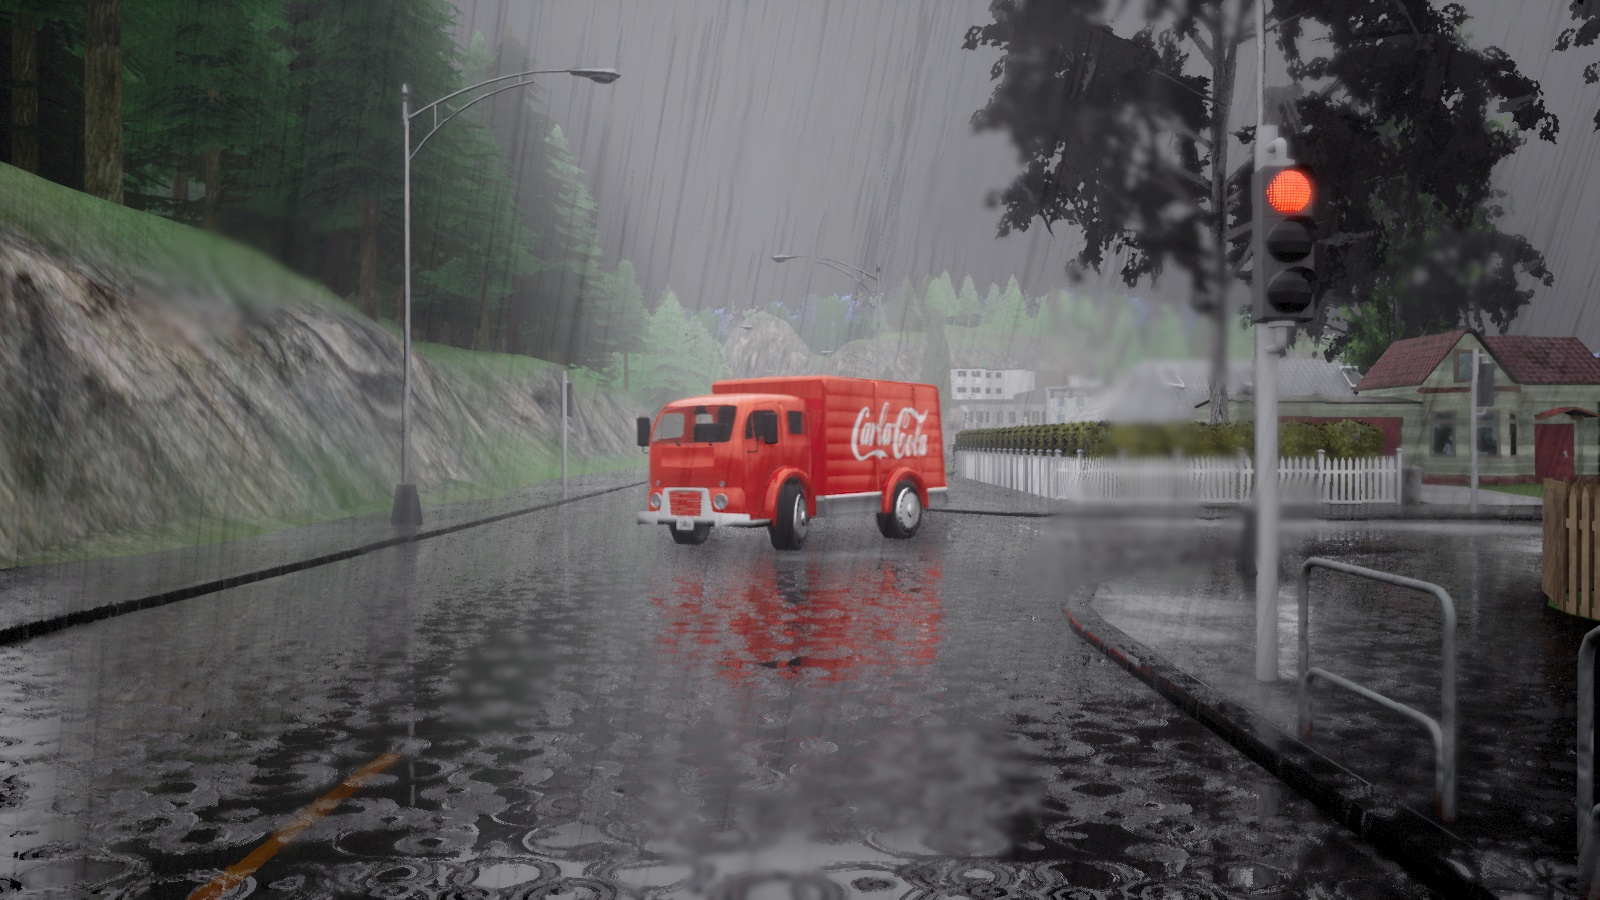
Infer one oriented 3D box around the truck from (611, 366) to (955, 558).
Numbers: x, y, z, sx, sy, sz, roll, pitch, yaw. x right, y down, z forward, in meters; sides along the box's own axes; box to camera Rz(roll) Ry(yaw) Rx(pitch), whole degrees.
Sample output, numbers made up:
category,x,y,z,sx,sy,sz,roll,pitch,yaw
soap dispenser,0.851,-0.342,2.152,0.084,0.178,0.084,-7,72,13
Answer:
category,x,y,z,sx,sy,sz,roll,pitch,yaw
truck,-0.066,0.150,19.023,2.627,2.467,5.204,-1,0,35
